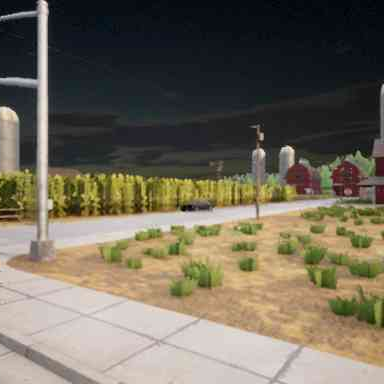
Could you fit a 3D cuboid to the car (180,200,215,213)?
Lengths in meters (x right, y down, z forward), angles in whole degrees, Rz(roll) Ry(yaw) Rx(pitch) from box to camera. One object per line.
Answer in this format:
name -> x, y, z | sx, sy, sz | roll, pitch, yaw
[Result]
car -> 0.628, 1.602, 36.445 | 1.895, 1.301, 4.718 | 0, 0, 33
